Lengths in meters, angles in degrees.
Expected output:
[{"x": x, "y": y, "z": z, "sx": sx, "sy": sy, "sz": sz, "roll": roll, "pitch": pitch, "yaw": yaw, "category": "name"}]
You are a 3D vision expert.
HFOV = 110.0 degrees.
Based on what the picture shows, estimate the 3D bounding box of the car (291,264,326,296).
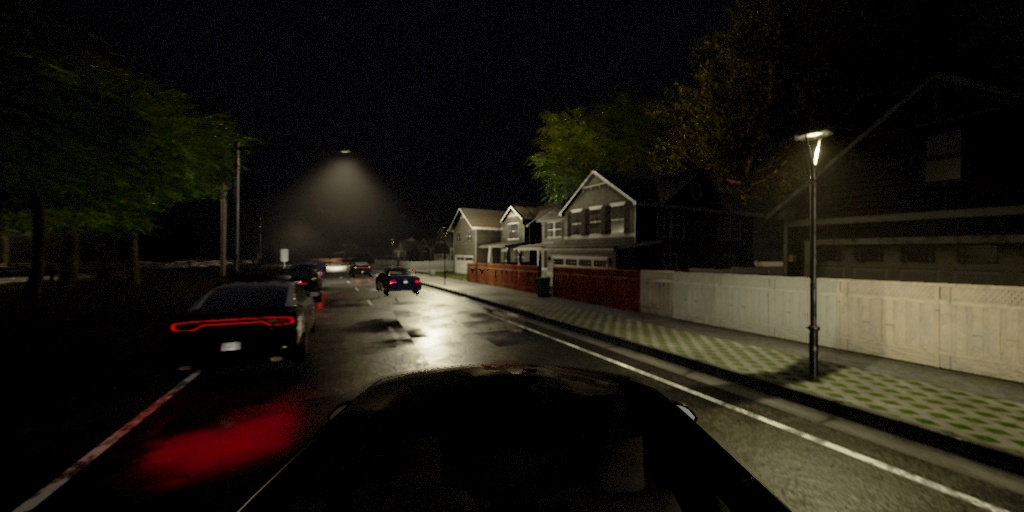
[{"x": -9.855, "y": 1.306, "z": 16.716, "sx": 1.837, "sy": 1.490, "sz": 4.892, "roll": 0, "pitch": 0, "yaw": -27, "category": "car"}]

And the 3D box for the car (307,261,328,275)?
[{"x": -22.891, "y": 1.327, "z": 42.105, "sx": 1.882, "sy": 1.535, "sz": 5.008, "roll": 0, "pitch": 0, "yaw": -32, "category": "car"}]

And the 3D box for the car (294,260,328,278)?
[{"x": -12.636, "y": 1.164, "z": 22.013, "sx": 2.097, "sy": 1.767, "sz": 4.553, "roll": 0, "pitch": 0, "yaw": -28, "category": "car"}]

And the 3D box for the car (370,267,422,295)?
[{"x": -6.567, "y": 1.377, "z": 20.420, "sx": 2.033, "sy": 1.411, "sz": 5.357, "roll": 0, "pitch": 0, "yaw": -28, "category": "car"}]

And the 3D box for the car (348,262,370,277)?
[{"x": -15.741, "y": 1.349, "z": 36.971, "sx": 2.128, "sy": 1.511, "sz": 4.902, "roll": 0, "pitch": 0, "yaw": -30, "category": "car"}]

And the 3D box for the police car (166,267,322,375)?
[{"x": -5.438, "y": 1.196, "z": 7.847, "sx": 1.930, "sy": 1.638, "sz": 5.238, "roll": 0, "pitch": 0, "yaw": -26, "category": "police car"}]
